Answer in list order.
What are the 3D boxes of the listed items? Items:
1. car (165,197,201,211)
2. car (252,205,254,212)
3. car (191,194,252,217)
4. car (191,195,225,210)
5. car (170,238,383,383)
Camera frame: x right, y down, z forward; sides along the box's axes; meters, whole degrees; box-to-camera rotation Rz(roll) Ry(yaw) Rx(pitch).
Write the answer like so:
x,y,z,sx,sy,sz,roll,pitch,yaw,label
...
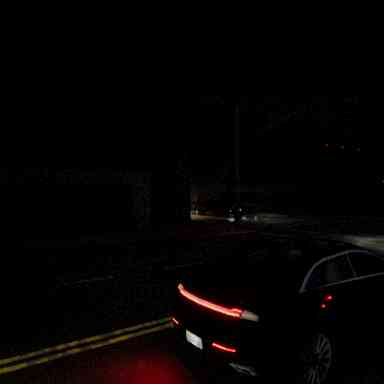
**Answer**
x,y,z,sx,sy,sz,roll,pitch,yaw,label
-1.243,1.480,42.265,2.128,1.511,4.902,0,0,-37,car
4.295,1.466,34.845,1.882,1.535,5.008,0,0,-37,car
2.578,1.212,31.301,2.150,2.045,5.566,0,0,-36,car
2.048,1.339,44.042,2.097,1.767,4.553,0,0,-37,car
1.998,1.489,5.255,4.902,1.511,2.128,0,0,-35,car
